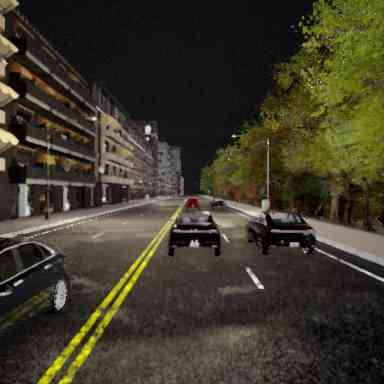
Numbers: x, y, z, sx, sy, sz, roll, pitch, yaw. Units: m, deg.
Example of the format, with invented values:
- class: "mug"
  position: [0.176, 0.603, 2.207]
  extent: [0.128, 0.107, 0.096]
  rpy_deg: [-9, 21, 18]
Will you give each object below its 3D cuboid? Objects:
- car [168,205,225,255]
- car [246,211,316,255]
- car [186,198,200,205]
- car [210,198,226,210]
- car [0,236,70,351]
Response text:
- class: "car"
  position: [0.090, 1.493, 13.239]
  extent: [2.128, 1.511, 4.902]
  rpy_deg: [0, 0, 0]
- class: "car"
  position: [3.339, 1.493, 13.240]
  extent: [2.128, 1.511, 4.902]
  rpy_deg: [0, 0, 0]
- class: "car"
  position: [0.103, 1.538, 44.454]
  extent: [1.812, 1.442, 4.674]
  rpy_deg: [0, 0, 0]
- class: "car"
  position: [3.353, 1.503, 42.985]
  extent: [2.128, 1.511, 4.902]
  rpy_deg: [0, 0, 0]
- class: "car"
  position: [-3.339, 1.505, 4.794]
  extent: [1.837, 1.490, 4.892]
  rpy_deg: [0, 0, 0]
